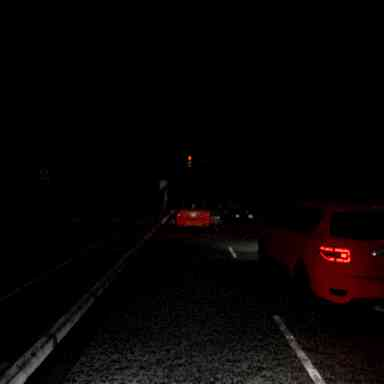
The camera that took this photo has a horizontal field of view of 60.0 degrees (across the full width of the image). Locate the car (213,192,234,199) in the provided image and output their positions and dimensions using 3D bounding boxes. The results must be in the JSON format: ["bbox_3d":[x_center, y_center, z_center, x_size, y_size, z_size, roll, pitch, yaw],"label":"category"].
[{"bbox_3d":[7.504,0.841,79.015,4.553,1.767,2.185,0,0,-14],"label":"car"}]

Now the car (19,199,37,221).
[{"bbox_3d":[-13.818,1.454,23.555,4.674,1.452,2.002,-1,0,-20],"label":"car"}]

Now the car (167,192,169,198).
[{"bbox_3d":[-9.456,1.013,91.369,4.674,1.452,2.002,-1,0,-13],"label":"car"}]

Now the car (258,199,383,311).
[{"bbox_3d":[3.086,1.179,7.790,2.150,2.045,5.566,0,0,0],"label":"car"}]

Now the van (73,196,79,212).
[{"bbox_3d":[-13.668,1.169,32.624,4.442,1.987,1.878,-1,0,-20],"label":"van"}]

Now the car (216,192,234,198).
[{"bbox_3d":[9.265,0.774,93.718,4.553,1.767,2.185,0,0,-12],"label":"car"}]

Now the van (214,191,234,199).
[{"bbox_3d":[7.127,0.753,76.044,4.442,1.987,1.878,1,1,-14],"label":"van"}]

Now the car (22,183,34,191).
[{"bbox_3d":[-31.291,-0.670,64.293,2.435,2.045,5.566,6,-2,-19],"label":"car"}]

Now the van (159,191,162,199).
[{"bbox_3d":[-10.410,0.781,82.398,4.442,1.987,1.878,-1,0,-14],"label":"van"}]

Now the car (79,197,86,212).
[{"bbox_3d":[-13.699,1.264,35.602,4.553,1.767,2.185,-1,0,-19],"label":"car"}]

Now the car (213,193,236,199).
[{"bbox_3d":[8.034,0.952,82.010,5.366,1.575,1.946,1,0,-13],"label":"car"}]

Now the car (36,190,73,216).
[{"bbox_3d":[-13.778,1.150,29.587,5.566,2.045,2.435,-1,0,-20],"label":"car"}]

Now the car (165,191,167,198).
[{"bbox_3d":[-9.822,1.025,88.366,4.674,1.452,2.002,-1,0,-13],"label":"car"}]

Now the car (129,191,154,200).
[{"bbox_3d":[-11.595,1.079,73.412,4.792,1.488,2.163,-1,0,-15],"label":"car"}]

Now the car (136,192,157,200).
[{"bbox_3d":[-10.869,0.895,79.357,4.553,1.767,2.185,-1,0,-14],"label":"car"}]

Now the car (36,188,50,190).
[{"bbox_3d":[-28.297,-0.107,64.241,2.002,1.452,4.674,6,-2,-20],"label":"car"}]

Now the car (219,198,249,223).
[{"bbox_3d":[3.082,1.444,24.744,1.812,1.442,4.674,0,0,0],"label":"car"}]

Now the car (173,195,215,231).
[{"bbox_3d":[0.072,1.280,20.154,2.097,1.767,4.553,0,0,0],"label":"car"}]

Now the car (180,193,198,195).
[{"bbox_3d":[0.115,1.261,29.814,2.097,1.767,4.553,0,0,0],"label":"car"}]

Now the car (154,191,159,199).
[{"bbox_3d":[-10.957,1.025,76.405,5.366,1.575,1.946,-1,0,-15],"label":"car"}]

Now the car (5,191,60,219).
[{"bbox_3d":[-13.844,1.157,26.551,5.566,2.045,2.435,-1,0,-20],"label":"car"}]

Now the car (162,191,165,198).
[{"bbox_3d":[-10.188,0.998,85.370,4.892,1.521,2.231,-1,0,-14],"label":"car"}]

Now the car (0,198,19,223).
[{"bbox_3d":[-14.001,1.420,20.487,5.366,1.575,1.946,-1,0,-20],"label":"car"}]
